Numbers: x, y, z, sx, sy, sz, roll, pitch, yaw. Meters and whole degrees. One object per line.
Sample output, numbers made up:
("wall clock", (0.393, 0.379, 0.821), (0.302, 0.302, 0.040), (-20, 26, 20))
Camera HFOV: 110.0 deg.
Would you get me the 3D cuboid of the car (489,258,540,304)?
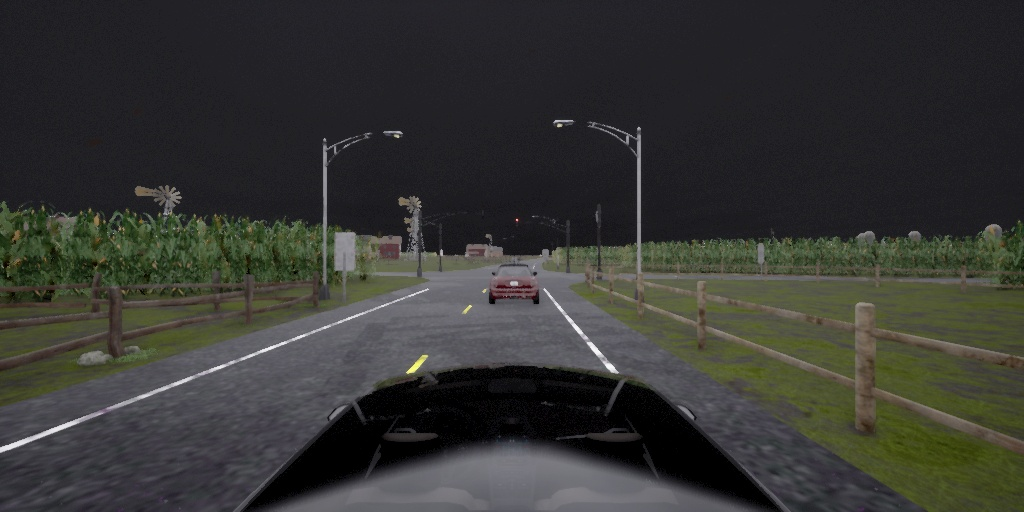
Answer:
("car", (0.118, 1.117, 16.409), (2.097, 1.767, 4.553), (0, 0, 1))
